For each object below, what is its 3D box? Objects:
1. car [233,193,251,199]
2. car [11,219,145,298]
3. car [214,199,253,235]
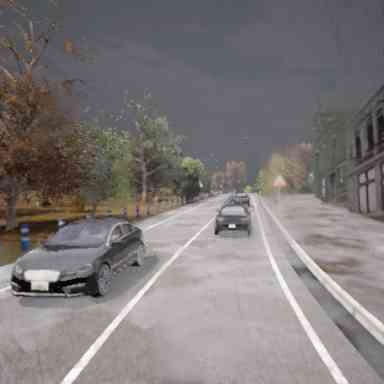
[{"bbox_3d":[5.774,0.855,38.546,2.128,1.511,4.902,-1,1,10],"label":"car"},{"bbox_3d":[-2.601,1.508,8.744,2.128,1.511,4.902,0,0,7],"label":"car"},{"bbox_3d":[2.232,1.365,17.732,1.812,1.442,4.674,0,1,9],"label":"car"}]
